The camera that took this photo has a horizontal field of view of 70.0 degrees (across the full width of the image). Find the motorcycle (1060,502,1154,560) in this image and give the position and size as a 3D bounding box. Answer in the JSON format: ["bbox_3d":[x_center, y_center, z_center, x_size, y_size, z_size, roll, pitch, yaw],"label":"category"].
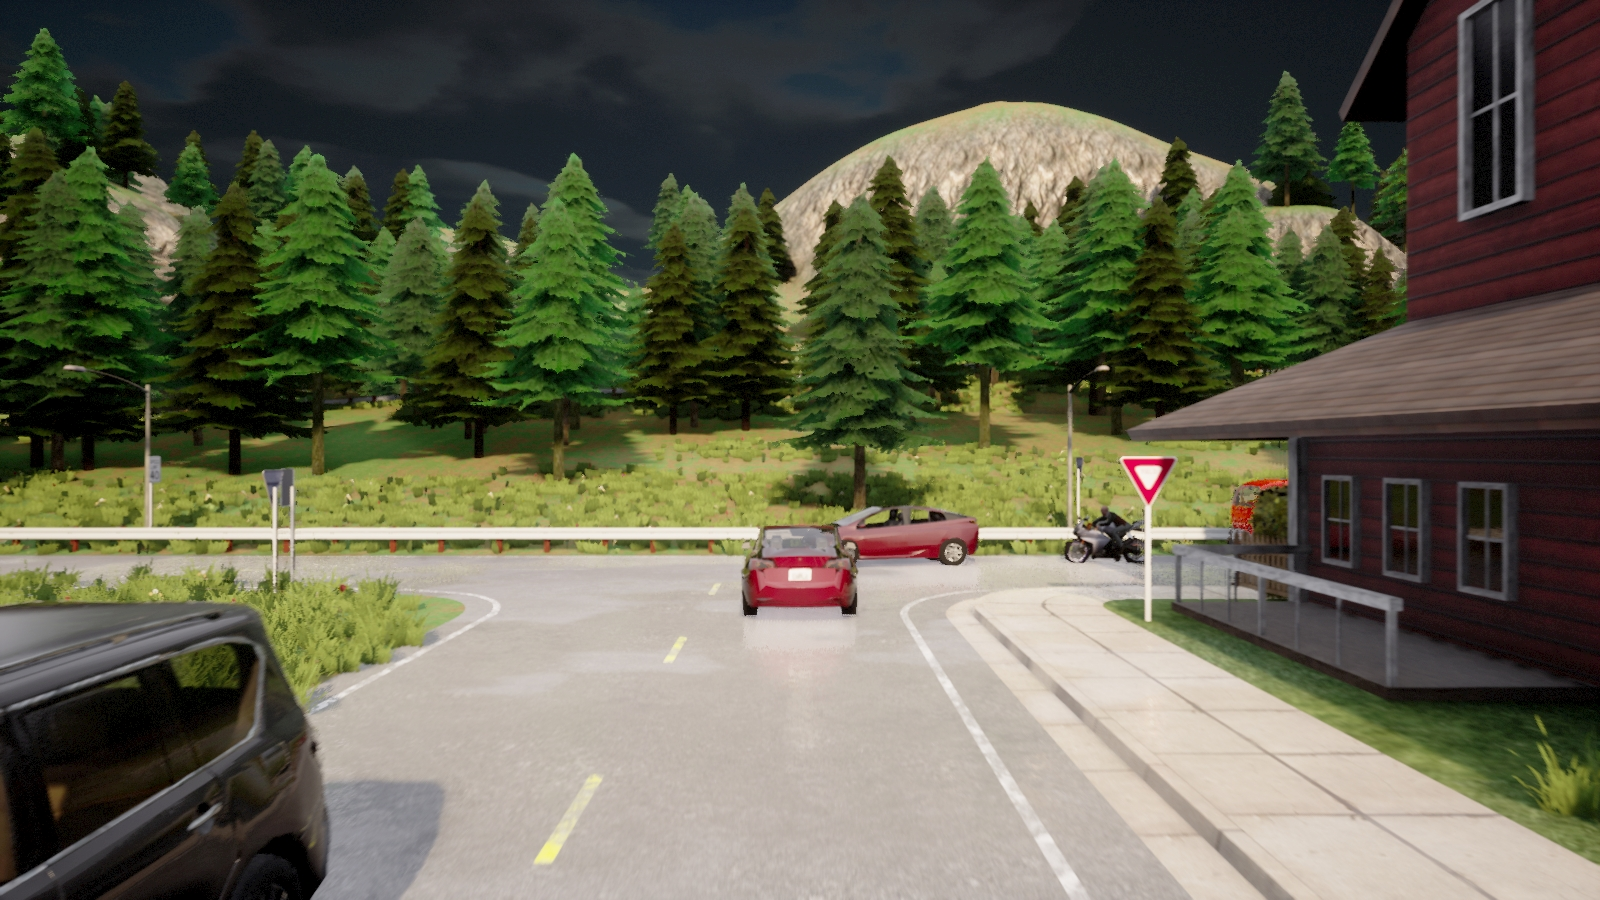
[{"bbox_3d":[7.979,2.101,29.714,2.209,1.460,0.867,0,0,0],"label":"motorcycle"}]

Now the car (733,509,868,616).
[{"bbox_3d":[-0.020,1.933,20.739,2.163,1.488,4.792,0,0,-1],"label":"car"}]

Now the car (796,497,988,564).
[{"bbox_3d":[2.296,2.019,29.193,4.514,1.525,2.007,0,0,-11],"label":"car"}]

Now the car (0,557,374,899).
[{"bbox_3d":[-3.525,1.640,3.830,2.150,2.045,5.566,0,0,0],"label":"car"}]
